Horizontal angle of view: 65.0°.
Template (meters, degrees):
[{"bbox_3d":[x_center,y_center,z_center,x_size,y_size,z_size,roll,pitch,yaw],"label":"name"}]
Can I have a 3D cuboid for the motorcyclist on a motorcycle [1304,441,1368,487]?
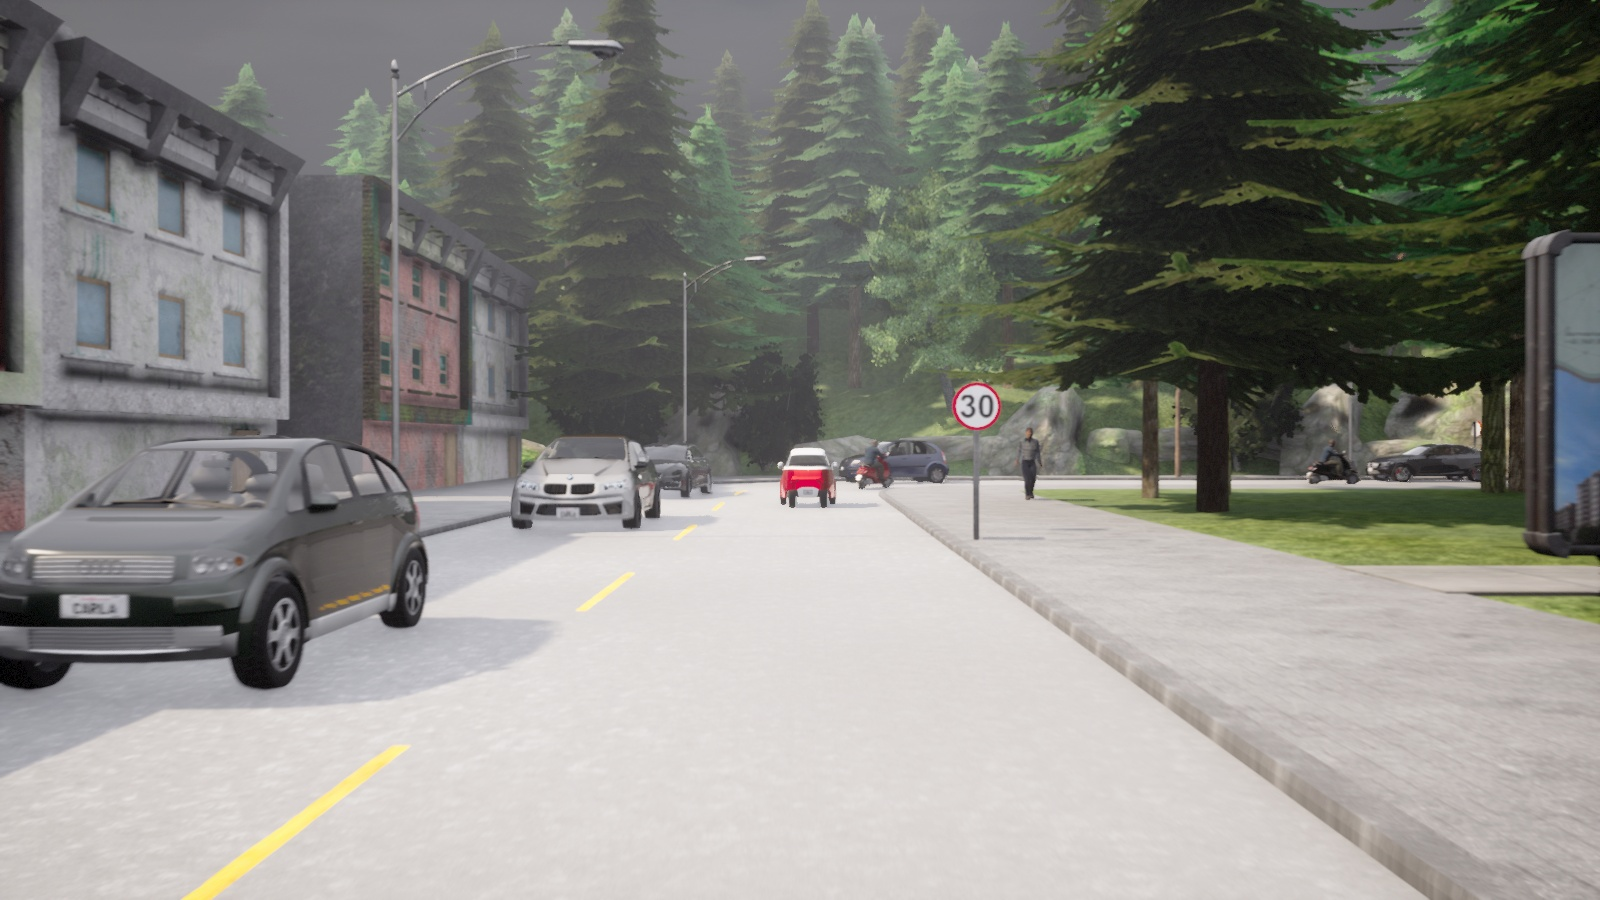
[{"bbox_3d":[18.558,0.470,43.506,1.817,1.590,0.866,0,0,0],"label":"motorcyclist on a motorcycle"}]

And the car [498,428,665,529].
[{"bbox_3d":[-3.854,0.458,23.048,2.242,1.667,4.611,0,0,0],"label":"car"}]

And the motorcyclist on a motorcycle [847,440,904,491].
[{"bbox_3d":[2.452,0.474,40.653,0.866,1.590,1.817,3,2,41],"label":"motorcyclist on a motorcycle"}]

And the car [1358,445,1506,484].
[{"bbox_3d":[23.860,0.524,47.513,4.674,1.442,1.812,0,0,0],"label":"car"}]

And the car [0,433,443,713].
[{"bbox_3d":[-3.934,0.672,8.800,1.789,1.549,3.705,0,0,0],"label":"car"}]

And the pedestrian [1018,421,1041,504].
[{"bbox_3d":[5.506,0.291,30.117,0.423,1.949,0.788,0,0,1],"label":"pedestrian"}]

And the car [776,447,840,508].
[{"bbox_3d":[0.188,0.632,30.106,1.481,1.376,2.207,0,1,0],"label":"car"}]

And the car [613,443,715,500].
[{"bbox_3d":[-3.739,0.549,35.416,1.837,1.490,4.892,0,0,6],"label":"car"}]

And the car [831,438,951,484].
[{"bbox_3d":[3.348,0.389,46.270,3.988,1.617,1.851,0,0,-19],"label":"car"}]
